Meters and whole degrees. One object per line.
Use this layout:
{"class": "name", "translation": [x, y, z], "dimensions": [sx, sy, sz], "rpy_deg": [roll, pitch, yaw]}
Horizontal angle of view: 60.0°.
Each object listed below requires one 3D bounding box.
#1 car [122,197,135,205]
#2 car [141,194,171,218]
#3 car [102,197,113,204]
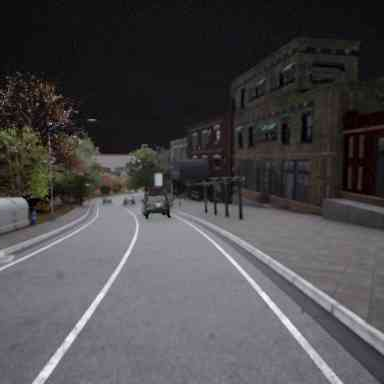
{"class": "car", "translation": [-11.076, 1.592, 58.623], "dimensions": [1.812, 1.442, 4.674], "rpy_deg": [-2, 0, -16]}
{"class": "car", "translation": [-3.257, 1.209, 29.745], "dimensions": [2.150, 2.045, 5.566], "rpy_deg": [-1, 0, -11]}
{"class": "car", "translation": [-17.065, 1.696, 67.006], "dimensions": [1.837, 1.490, 4.892], "rpy_deg": [-2, 0, -16]}
